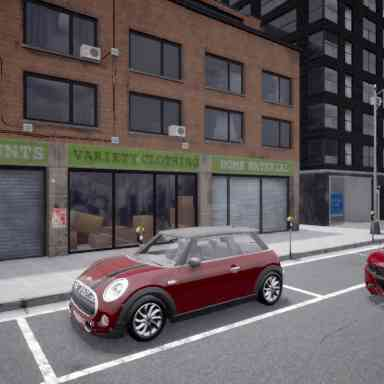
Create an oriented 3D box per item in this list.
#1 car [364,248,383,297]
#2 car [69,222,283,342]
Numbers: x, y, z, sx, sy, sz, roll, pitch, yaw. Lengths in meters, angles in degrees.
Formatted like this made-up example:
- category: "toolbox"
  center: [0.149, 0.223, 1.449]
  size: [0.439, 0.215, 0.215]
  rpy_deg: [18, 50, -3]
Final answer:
- category: "car"
  center: [5.860, 1.477, 7.533]
  size: [5.008, 1.535, 1.882]
  rpy_deg: [0, 0, -35]
- category: "car"
  center: [-0.174, 1.440, 6.401]
  size: [4.097, 1.590, 1.967]
  rpy_deg: [0, 0, -35]
